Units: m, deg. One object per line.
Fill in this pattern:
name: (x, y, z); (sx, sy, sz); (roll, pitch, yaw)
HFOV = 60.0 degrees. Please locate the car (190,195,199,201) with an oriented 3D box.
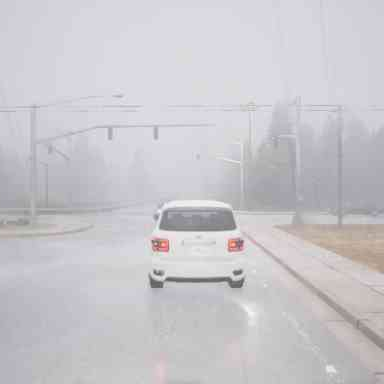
car: (0.686, 1.525, 84.032); (2.128, 1.511, 4.902); (0, 0, 2)

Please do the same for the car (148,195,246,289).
car: (0.068, 1.220, 9.304); (2.150, 2.045, 5.566); (0, 0, -1)

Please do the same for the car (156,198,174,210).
car: (-3.584, 1.547, 44.939); (2.033, 1.411, 5.357); (0, 0, 0)

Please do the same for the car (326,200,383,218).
car: (14.941, 1.518, 30.488); (4.902, 1.511, 2.128); (0, 0, 1)

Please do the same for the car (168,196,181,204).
car: (-3.422, 1.491, 65.392); (2.128, 1.511, 4.902); (0, 0, 1)

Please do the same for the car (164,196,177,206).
car: (-3.556, 1.505, 55.126); (1.837, 1.490, 4.892); (0, 0, 0)
